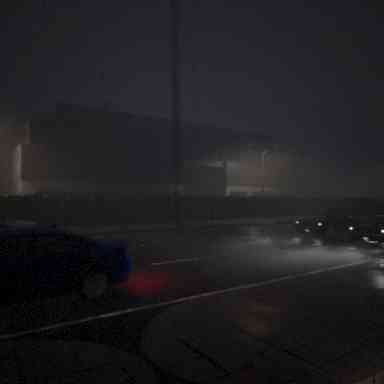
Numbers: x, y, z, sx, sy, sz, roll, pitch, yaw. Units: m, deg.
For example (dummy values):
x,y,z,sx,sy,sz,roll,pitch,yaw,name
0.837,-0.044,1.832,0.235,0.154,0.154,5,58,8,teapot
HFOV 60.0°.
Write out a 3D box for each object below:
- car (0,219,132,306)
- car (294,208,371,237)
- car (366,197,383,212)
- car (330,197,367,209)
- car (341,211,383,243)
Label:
x,y,z,sx,sy,sz,roll,pitch,yaw,name
-3.720,1.484,6.843,5.008,1.535,1.882,1,-1,-35,car
8.123,1.817,19.447,4.718,1.301,1.895,1,0,-35,car
15.598,1.464,24.629,5.566,2.045,2.150,1,0,-35,car
13.583,1.462,27.490,5.566,2.045,2.150,1,0,-35,car
9.632,1.811,16.235,4.718,1.301,1.895,1,0,-35,car
